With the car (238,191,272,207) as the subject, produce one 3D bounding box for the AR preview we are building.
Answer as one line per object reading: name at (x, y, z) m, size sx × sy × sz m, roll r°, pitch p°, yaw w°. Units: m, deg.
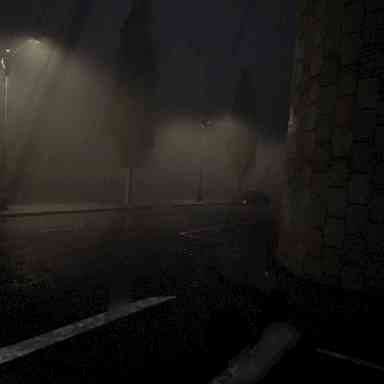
car at (6.273, 0.639, 32.656) m, size 1.837 × 1.490 × 4.892 m, roll 6°, pitch 3°, yaw 35°
